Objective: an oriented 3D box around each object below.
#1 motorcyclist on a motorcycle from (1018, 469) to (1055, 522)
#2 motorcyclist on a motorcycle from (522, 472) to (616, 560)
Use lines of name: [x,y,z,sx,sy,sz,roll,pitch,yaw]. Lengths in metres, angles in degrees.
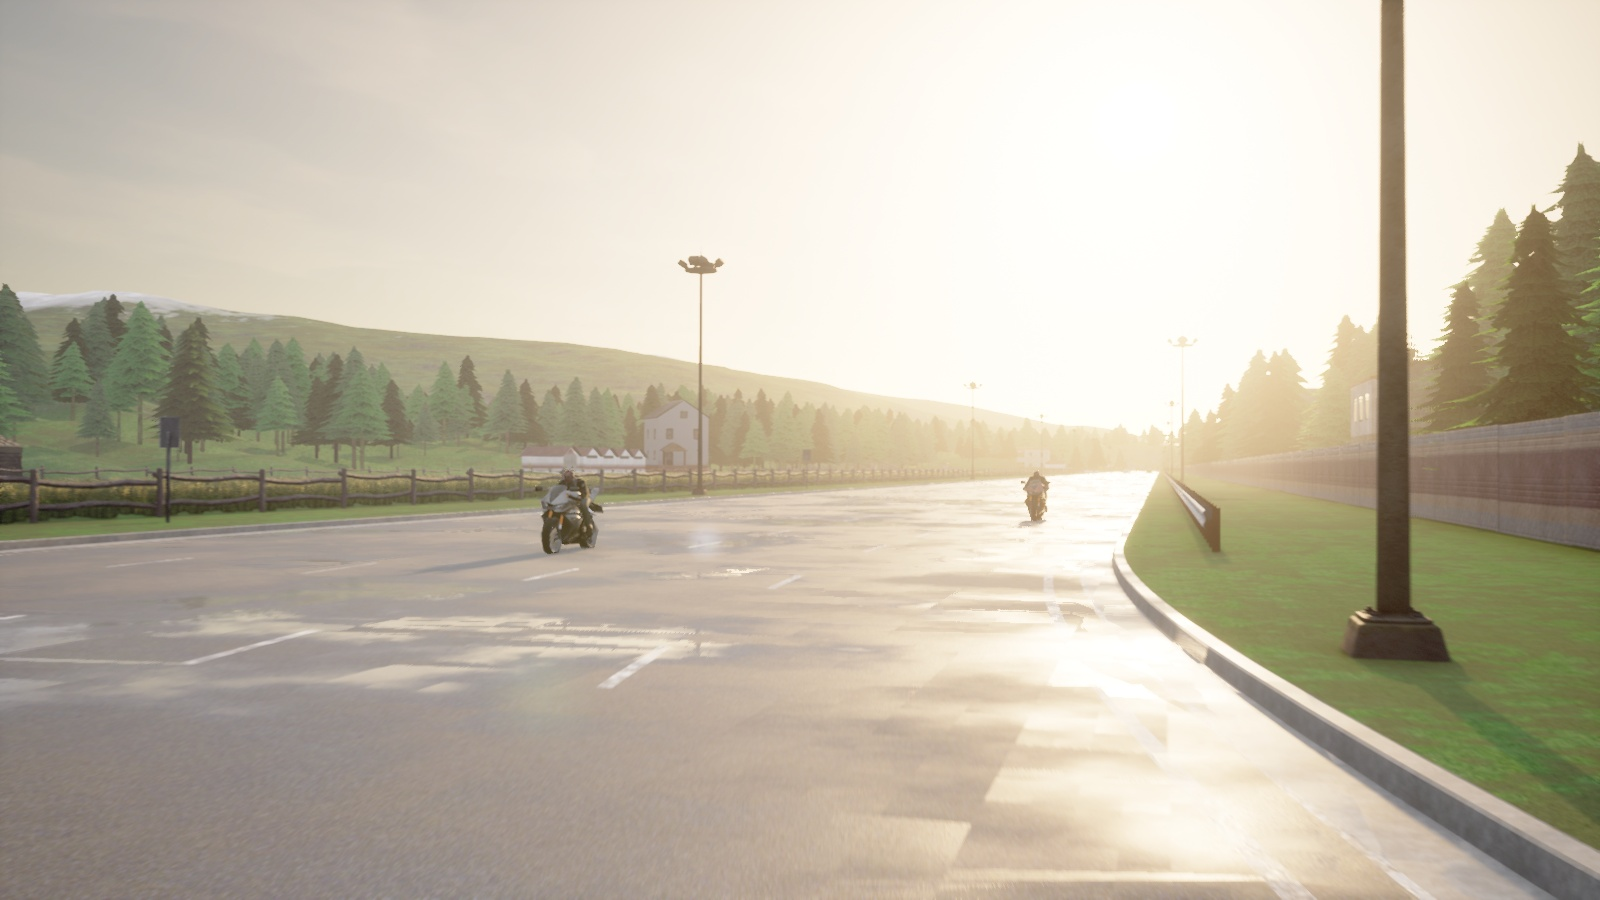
motorcyclist on a motorcycle: [7.025,1.325,37.202,0.866,1.530,2.191,0,-1,16]
motorcyclist on a motorcycle: [-4.214,1.174,23.076,0.866,1.530,2.191,0,-1,14]
